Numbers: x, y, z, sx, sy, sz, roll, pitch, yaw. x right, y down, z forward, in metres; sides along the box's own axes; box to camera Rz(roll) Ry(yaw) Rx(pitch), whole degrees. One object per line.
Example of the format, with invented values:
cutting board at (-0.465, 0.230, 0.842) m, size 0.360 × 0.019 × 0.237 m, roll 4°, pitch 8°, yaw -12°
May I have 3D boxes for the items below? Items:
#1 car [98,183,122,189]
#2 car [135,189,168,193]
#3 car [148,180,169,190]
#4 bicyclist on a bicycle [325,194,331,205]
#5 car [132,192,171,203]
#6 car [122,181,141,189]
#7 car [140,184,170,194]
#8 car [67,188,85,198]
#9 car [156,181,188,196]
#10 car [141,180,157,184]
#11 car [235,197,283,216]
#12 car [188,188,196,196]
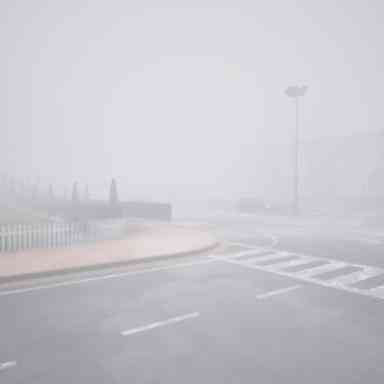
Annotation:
car at (-14.989, -0.996, 58.785) m, size 2.033 × 1.411 × 5.357 m, roll 0°, pitch 7°, yaw -37°
car at (-5.853, 0.835, 46.518) m, size 1.882 × 1.535 × 5.008 m, roll 0°, pitch 4°, yaw -37°
car at (-7.314, -1.542, 71.863) m, size 2.128 × 1.511 × 4.902 m, roll 0°, pitch 7°, yaw -37°
bicyclist on a bicycle at (20.000, 1.065, 48.800) m, size 1.656 × 1.620 × 0.582 m, roll -1°, pitch 1°, yaw -37°
car at (-4.492, 1.228, 33.130) m, size 2.097 × 1.767 × 4.553 m, roll 0°, pitch 1°, yaw -37°
car at (-12.907, -1.450, 67.655) m, size 1.882 × 1.535 × 5.008 m, roll 0°, pitch 7°, yaw -37°
car at (-6.630, -0.089, 59.329) m, size 2.033 × 1.411 × 5.357 m, roll 0°, pitch 7°, yaw -37°
car at (-17.831, 0.042, 50.853) m, size 1.895 × 1.301 × 4.718 m, roll 0°, pitch 7°, yaw -36°
car at (-3.831, -0.435, 61.427) m, size 2.150 × 2.045 × 5.566 m, roll 0°, pitch 7°, yaw -37°
car at (-10.079, -1.689, 69.716) m, size 2.097 × 1.767 × 4.553 m, roll 0°, pitch 7°, yaw -37°
car at (6.104, 1.231, 30.763) m, size 2.097 × 1.767 × 4.553 m, roll 0°, pitch 0°, yaw -37°
car at (-1.307, -0.120, 63.897) m, size 1.895 × 1.301 × 4.718 m, roll 0°, pitch 7°, yaw -37°
